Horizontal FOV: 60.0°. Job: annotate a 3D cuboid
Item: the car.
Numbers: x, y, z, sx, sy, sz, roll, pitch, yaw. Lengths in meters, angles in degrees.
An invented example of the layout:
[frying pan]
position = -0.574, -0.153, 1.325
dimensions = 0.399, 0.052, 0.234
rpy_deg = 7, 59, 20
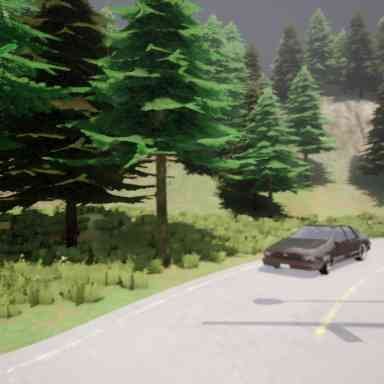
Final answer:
[car]
position = 4.659, 1.842, 11.820
dimensions = 5.357, 1.411, 2.033
rpy_deg = 1, -3, -45
